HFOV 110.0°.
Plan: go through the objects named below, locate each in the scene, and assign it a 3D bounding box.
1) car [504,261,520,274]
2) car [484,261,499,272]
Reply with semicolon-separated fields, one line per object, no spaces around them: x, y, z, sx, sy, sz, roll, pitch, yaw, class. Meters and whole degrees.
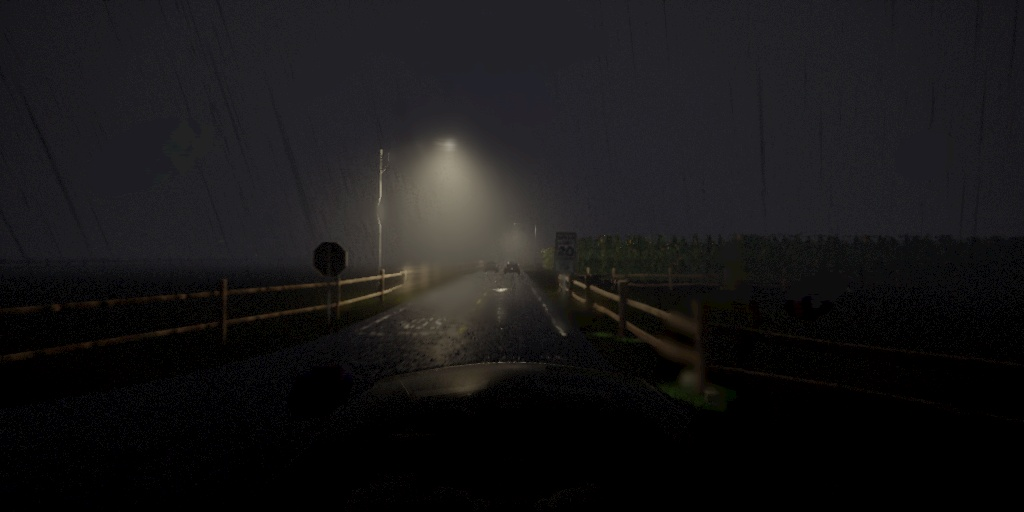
-0.007;1.493;44.912;1.994;1.385;4.181;1;0;0;car
-2.758;1.460;49.499;2.033;1.411;5.357;1;0;0;car
